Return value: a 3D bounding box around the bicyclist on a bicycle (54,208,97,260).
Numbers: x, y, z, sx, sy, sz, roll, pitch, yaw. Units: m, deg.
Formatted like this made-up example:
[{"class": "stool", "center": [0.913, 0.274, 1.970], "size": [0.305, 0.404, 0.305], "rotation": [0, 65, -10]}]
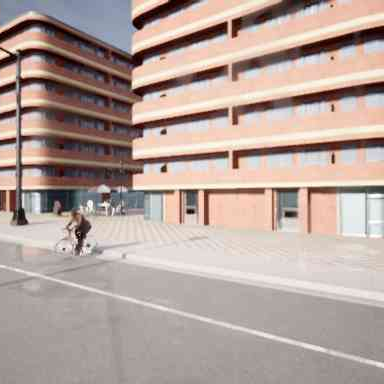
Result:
[{"class": "bicyclist on a bicycle", "center": [-3.793, 1.362, 10.975], "size": [0.582, 1.620, 1.656], "rotation": [0, 0, 34]}]
